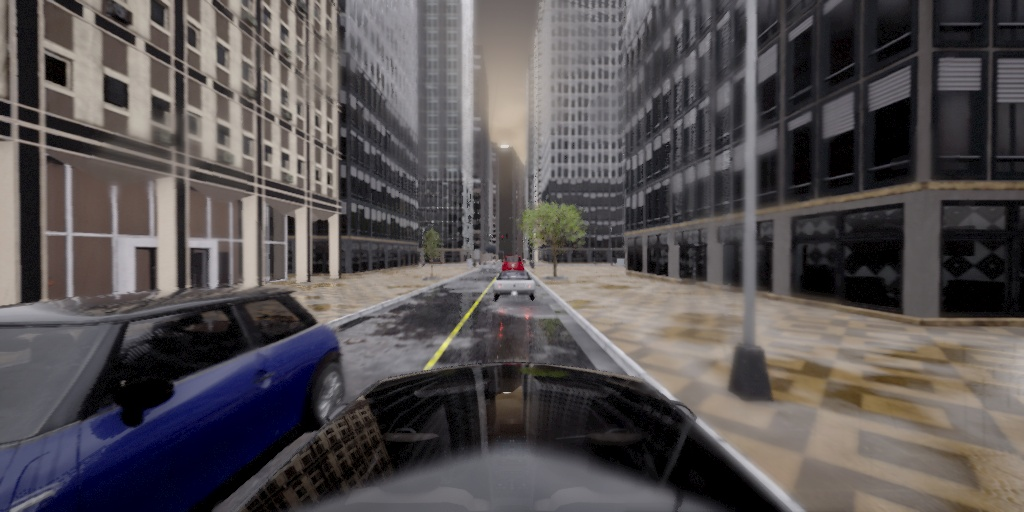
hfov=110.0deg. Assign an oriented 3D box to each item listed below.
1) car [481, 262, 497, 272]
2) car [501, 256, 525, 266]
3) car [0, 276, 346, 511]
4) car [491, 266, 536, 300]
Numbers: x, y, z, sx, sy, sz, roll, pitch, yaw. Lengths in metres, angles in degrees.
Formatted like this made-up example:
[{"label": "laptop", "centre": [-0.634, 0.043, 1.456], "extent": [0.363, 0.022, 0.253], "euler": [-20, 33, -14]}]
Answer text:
[{"label": "car", "centre": [-2.986, 1.434, 46.424], "extent": [1.895, 1.301, 4.718], "euler": [0, 0, 0]}, {"label": "car", "centre": [0.108, 0.978, 35.936], "extent": [2.150, 2.045, 5.566], "euler": [0, 0, 0]}, {"label": "car", "centre": [-3.101, 1.102, 2.510], "extent": [2.097, 1.767, 4.553], "euler": [0, 0, 0]}, {"label": "car", "centre": [0.106, 1.351, 17.861], "extent": [1.895, 1.301, 4.718], "euler": [0, 0, 0]}]
